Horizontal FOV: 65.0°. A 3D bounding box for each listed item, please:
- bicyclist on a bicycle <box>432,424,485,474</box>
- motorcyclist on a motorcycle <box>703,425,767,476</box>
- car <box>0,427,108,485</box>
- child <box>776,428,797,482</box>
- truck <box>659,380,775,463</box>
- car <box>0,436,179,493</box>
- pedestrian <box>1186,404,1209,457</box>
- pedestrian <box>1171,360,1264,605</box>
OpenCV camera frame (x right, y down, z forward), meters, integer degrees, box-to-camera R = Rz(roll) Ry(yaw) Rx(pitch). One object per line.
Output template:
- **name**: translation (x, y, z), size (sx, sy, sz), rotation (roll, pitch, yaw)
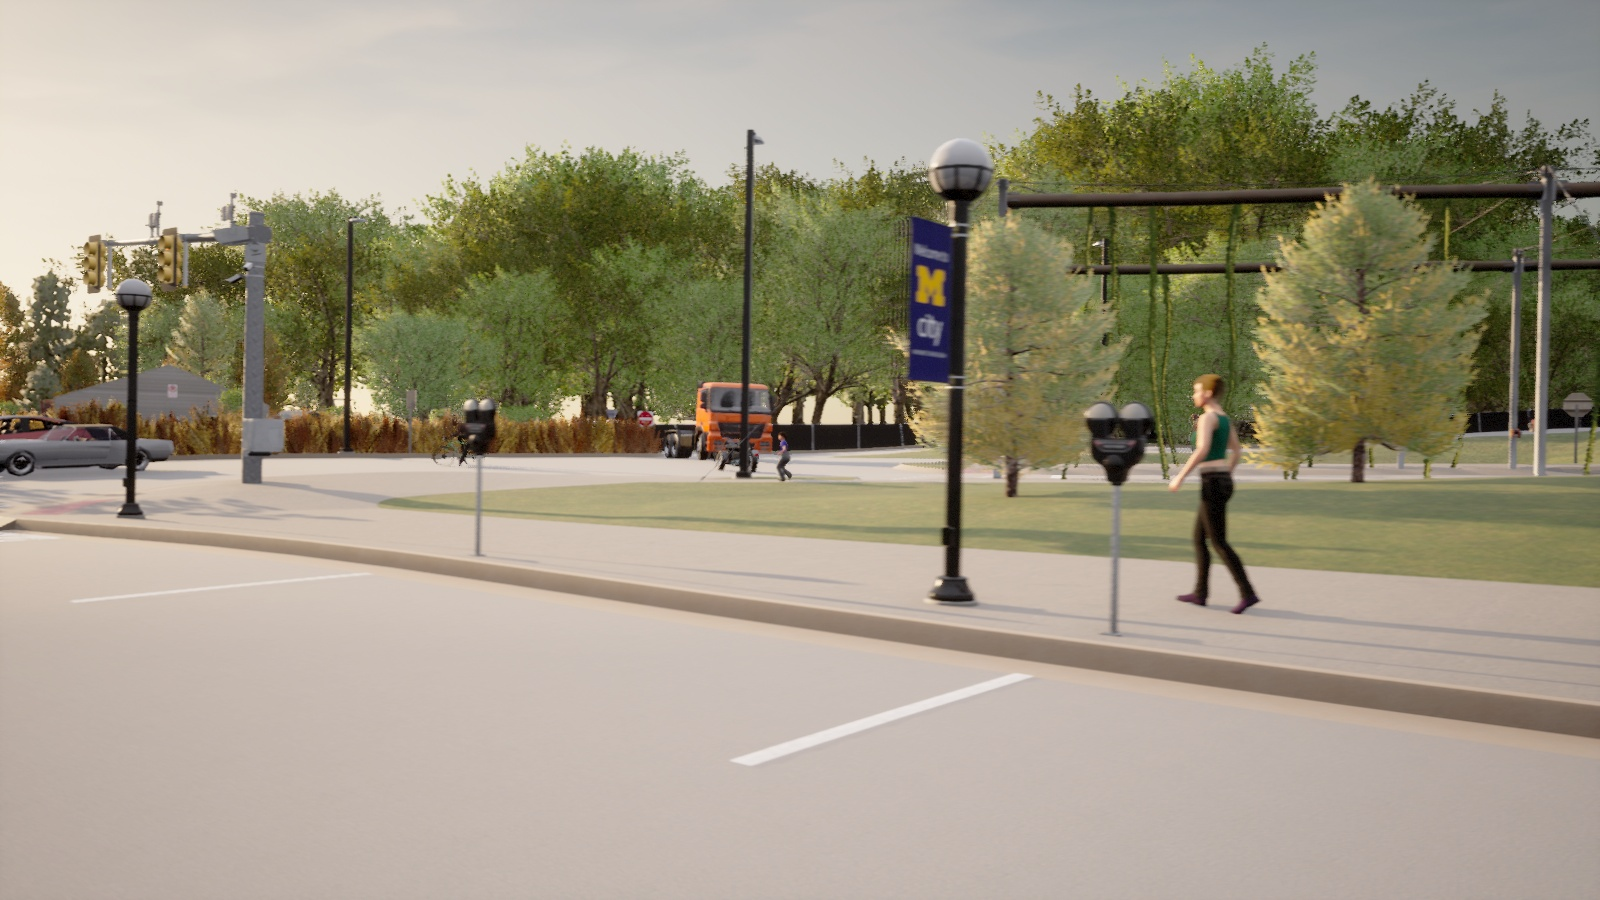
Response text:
- **bicyclist on a bicycle**: translation (-11.202, -0.031, 41.238), size (1.656, 1.620, 0.582), rotation (0, 2, -15)
- **motorcyclist on a motorcycle**: translation (-2.215, -0.005, 42.552), size (0.766, 1.649, 2.350), rotation (4, -2, -41)
- **car**: translation (-22.554, 0.164, 35.751), size (2.007, 1.525, 4.514), rotation (0, 3, 37)
- **child**: translation (-0.320, 0.111, 29.785), size (0.437, 1.263, 0.270), rotation (0, 0, 12)
- **truck**: translation (-3.887, -1.204, 56.698), size (2.891, 3.462, 7.936), rotation (0, 0, -22)
- **car**: translation (-19.509, 0.334, 33.698), size (1.895, 1.301, 4.718), rotation (0, 2, 37)
- **pedestrian**: translation (13.991, -0.691, 44.184), size (0.720, 1.854, 0.376), rotation (0, 0, 10)
- **pedestrian**: translation (3.236, 0.243, 9.742), size (0.594, 1.836, 0.345), rotation (0, 1, 37)
